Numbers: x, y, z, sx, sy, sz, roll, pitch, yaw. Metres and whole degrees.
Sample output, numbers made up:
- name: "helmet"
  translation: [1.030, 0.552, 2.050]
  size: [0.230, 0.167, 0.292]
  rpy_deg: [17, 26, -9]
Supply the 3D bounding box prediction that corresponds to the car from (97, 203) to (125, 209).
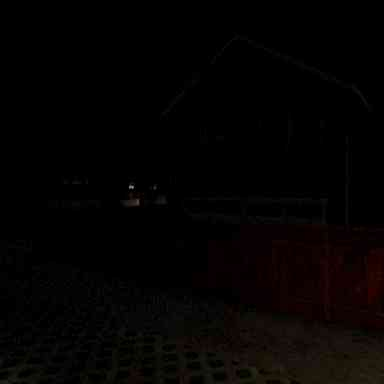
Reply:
- name: "car"
  translation: [-7.044, 1.792, 30.272]
  size: [1.837, 1.490, 4.892]
  rpy_deg: [0, -1, 15]
